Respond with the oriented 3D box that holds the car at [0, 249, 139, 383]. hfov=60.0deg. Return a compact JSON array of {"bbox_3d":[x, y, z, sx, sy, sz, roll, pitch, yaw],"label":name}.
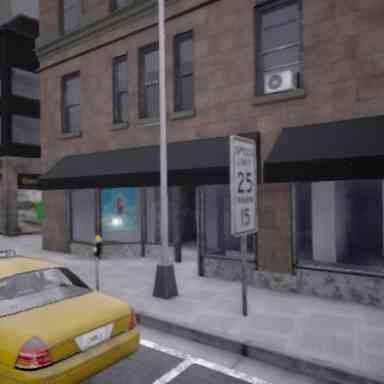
[{"bbox_3d":[-2.939,1.529,4.895,4.829,1.417,1.752,0,-1,35],"label":"car"}]
